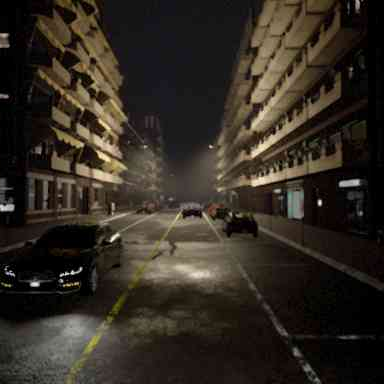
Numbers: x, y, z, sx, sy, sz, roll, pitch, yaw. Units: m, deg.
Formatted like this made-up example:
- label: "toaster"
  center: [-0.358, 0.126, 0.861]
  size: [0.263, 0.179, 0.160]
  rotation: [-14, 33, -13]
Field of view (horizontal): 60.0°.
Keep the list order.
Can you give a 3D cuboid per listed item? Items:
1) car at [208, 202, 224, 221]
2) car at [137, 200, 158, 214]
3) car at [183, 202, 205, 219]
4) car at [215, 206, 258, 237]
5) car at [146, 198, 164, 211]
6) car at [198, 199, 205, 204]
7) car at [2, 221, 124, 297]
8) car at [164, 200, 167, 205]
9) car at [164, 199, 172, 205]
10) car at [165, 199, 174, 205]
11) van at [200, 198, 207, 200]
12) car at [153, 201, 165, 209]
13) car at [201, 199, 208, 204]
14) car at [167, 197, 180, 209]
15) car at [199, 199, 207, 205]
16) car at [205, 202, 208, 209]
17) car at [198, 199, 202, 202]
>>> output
- label: "car"
  center: [2.671, 1.859, 30.477]
  size: [1.752, 1.417, 4.829]
  rotation: [1, -1, 0]
- label: "car"
  center: [-5.721, 2.020, 41.480]
  size: [1.947, 1.339, 4.313]
  rotation: [1, -1, 0]
- label: "car"
  center: [0.053, 1.962, 33.002]
  size: [1.895, 1.301, 4.718]
  rotation: [0, -1, 0]
- label: "car"
  center: [2.682, 1.761, 19.165]
  size: [2.008, 1.369, 4.403]
  rotation: [1, -1, 0]
- label: "car"
  center: [-5.723, 1.830, 47.052]
  size: [2.192, 1.841, 5.009]
  rotation: [1, -1, 0]
- label: "car"
  center: [2.588, 2.548, 91.586]
  size: [1.887, 1.381, 4.507]
  rotation: [1, -1, 0]
- label: "car"
  center: [-3.108, 1.605, 9.012]
  size: [1.837, 1.490, 4.892]
  rotation: [0, -1, 0]
- label: "car"
  center: [-5.729, 1.891, 52.624]
  size: [2.192, 1.841, 5.009]
  rotation: [1, -1, 0]
- label: "car"
  center: [-5.760, 2.405, 80.305]
  size: [1.752, 1.417, 4.829]
  rotation: [1, -1, 0]
- label: "car"
  center: [-5.766, 2.509, 86.046]
  size: [1.947, 1.339, 4.313]
  rotation: [1, -1, 0]
- label: "van"
  center: [2.632, 2.161, 74.875]
  size: [1.690, 1.788, 3.998]
  rotation: [1, -1, 0]
- label: "car"
  center: [-5.738, 2.219, 58.192]
  size: [1.802, 1.307, 4.206]
  rotation: [1, -1, 0]
- label: "car"
  center: [2.647, 2.157, 52.590]
  size: [1.802, 1.307, 4.206]
  rotation: [1, -1, 0]
- label: "car"
  center: [-3.117, 2.113, 58.103]
  size: [1.882, 1.535, 5.008]
  rotation: [0, -1, 0]
- label: "car"
  center: [2.627, 2.408, 80.614]
  size: [1.752, 1.417, 4.829]
  rotation: [1, -1, 0]
- label: "car"
  center: [2.665, 1.975, 35.877]
  size: [1.802, 1.307, 4.206]
  rotation: [1, -1, 0]
- label: "car"
  center: [-0.035, 2.024, 43.505]
  size: [2.033, 1.411, 5.357]
  rotation: [0, -1, 0]
